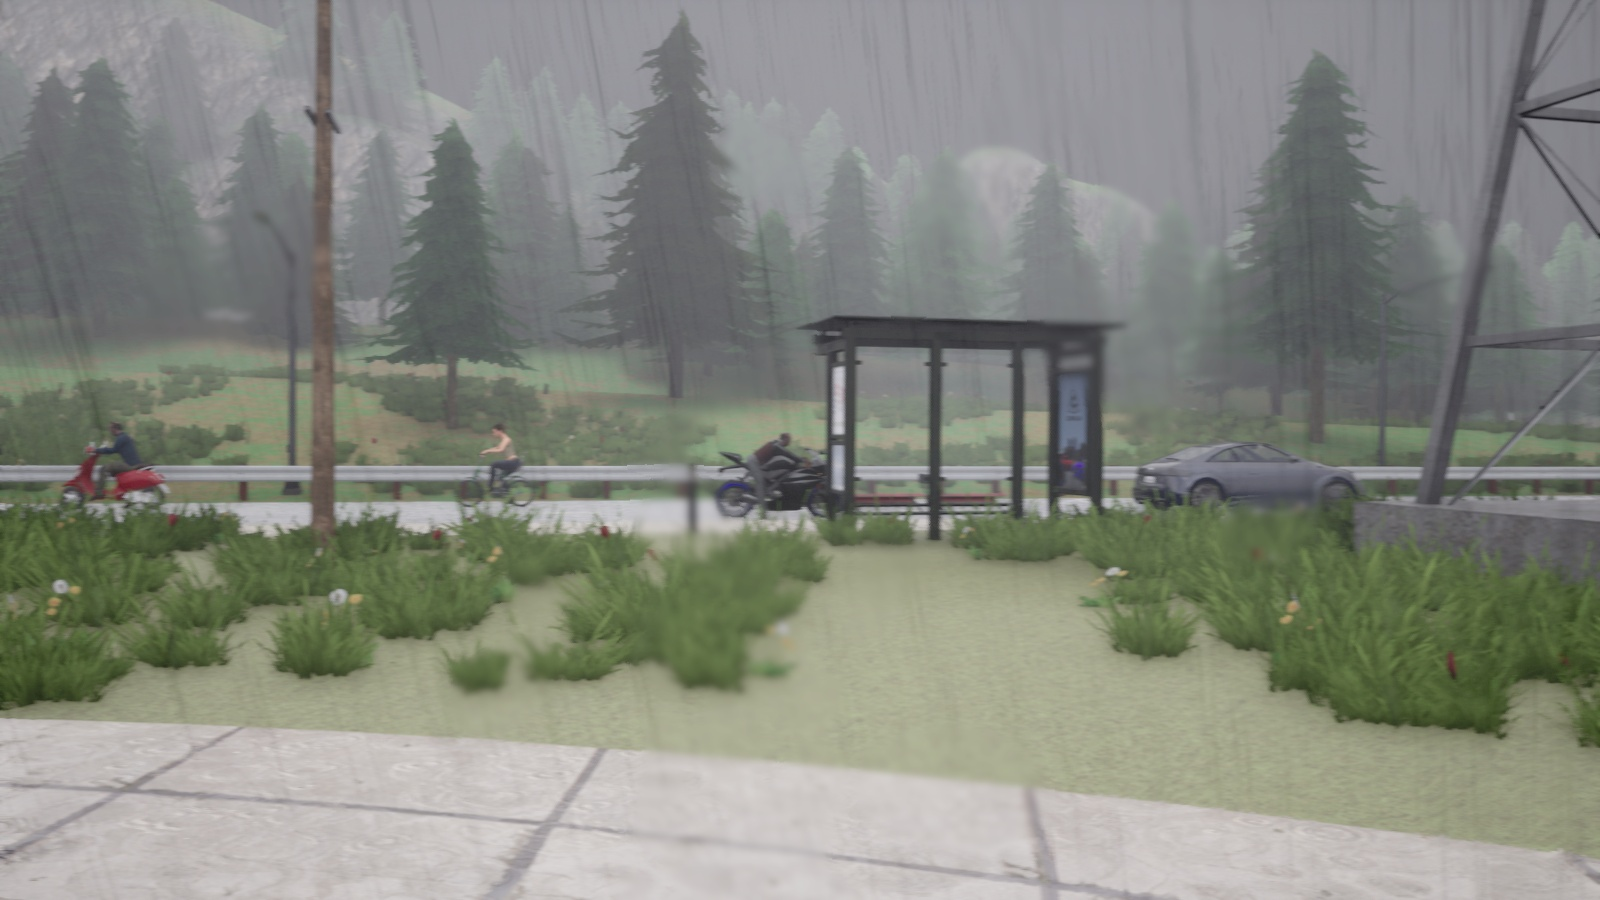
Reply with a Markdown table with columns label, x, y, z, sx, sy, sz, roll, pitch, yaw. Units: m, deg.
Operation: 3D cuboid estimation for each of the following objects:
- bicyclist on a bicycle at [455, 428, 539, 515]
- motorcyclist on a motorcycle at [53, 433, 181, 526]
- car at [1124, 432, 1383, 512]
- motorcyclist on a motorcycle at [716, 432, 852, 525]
| label | x | y | z | sx | sy | sz | roll | pitch | yaw |
| --- | --- | --- | --- | --- | --- | --- | --- | --- | --- |
| bicyclist on a bicycle | -5.783 | 0.400 | 24.027 | 1.509 | 1.612 | 0.866 | -1 | 1 | -12 |
| motorcyclist on a motorcycle | -12.239 | 0.508 | 22.563 | 1.817 | 1.590 | 0.866 | -1 | 1 | -13 |
| car | 8.504 | 0.373 | 23.695 | 4.181 | 1.385 | 1.994 | -1 | 1 | -13 |
| motorcyclist on a motorcycle | -0.288 | 0.469 | 21.695 | 2.191 | 1.530 | 0.866 | -1 | 1 | -13 |
